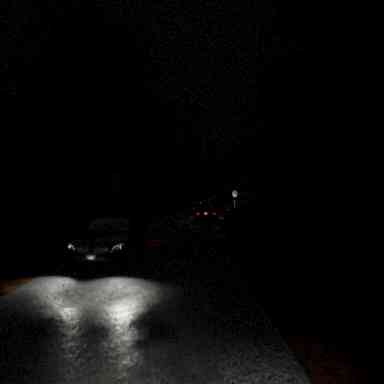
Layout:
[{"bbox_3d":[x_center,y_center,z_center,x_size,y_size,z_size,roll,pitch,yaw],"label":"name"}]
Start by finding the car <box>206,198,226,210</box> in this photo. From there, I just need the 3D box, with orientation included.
[{"bbox_3d":[3.225,1.750,41.987,1.895,1.301,4.718,0,-1,9],"label":"car"}]

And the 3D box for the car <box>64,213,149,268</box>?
[{"bbox_3d":[-2.625,1.484,11.263,1.812,1.442,4.674,0,0,2],"label":"car"}]

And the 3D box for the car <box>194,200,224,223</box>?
[{"bbox_3d":[1.157,1.535,25.021,2.033,1.411,5.357,0,0,5],"label":"car"}]

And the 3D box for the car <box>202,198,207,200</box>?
[{"bbox_3d":[2.375,1.789,53.809,1.882,1.535,5.008,1,-1,12],"label":"car"}]
